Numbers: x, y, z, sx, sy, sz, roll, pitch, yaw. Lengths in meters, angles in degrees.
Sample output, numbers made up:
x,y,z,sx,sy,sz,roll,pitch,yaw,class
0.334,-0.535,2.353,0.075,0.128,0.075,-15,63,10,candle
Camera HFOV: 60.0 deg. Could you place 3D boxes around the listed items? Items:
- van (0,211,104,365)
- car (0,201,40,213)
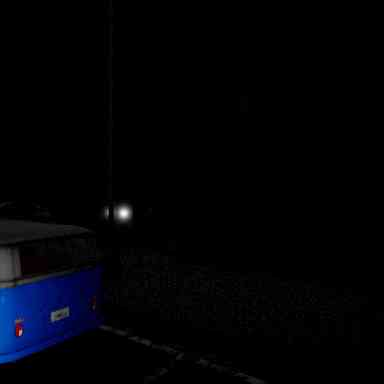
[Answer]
x,y,z,sx,sy,sz,roll,pitch,yaw,class
-3.203,1.341,5.361,3.998,1.788,1.690,0,0,36,van
-15.416,1.517,28.506,1.812,1.442,4.674,0,0,32,car
